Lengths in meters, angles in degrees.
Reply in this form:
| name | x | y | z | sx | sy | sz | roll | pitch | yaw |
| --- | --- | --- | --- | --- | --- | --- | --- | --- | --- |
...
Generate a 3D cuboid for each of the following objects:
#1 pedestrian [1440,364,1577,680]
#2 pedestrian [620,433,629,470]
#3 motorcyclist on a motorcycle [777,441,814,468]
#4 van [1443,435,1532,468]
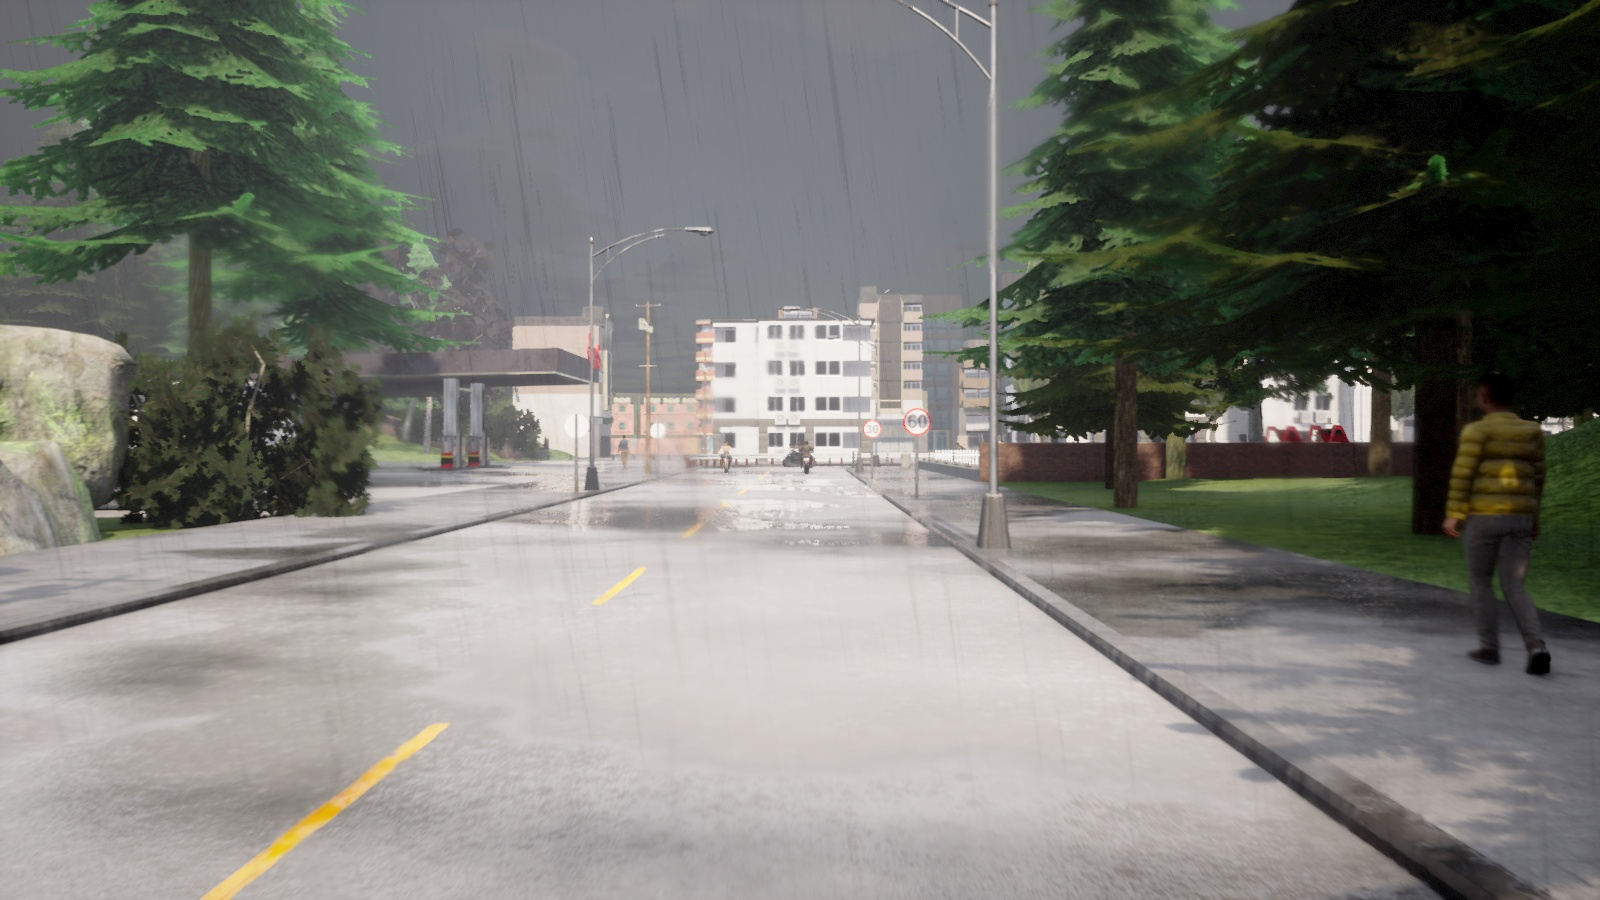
| name | x | y | z | sx | sy | sz | roll | pitch | yaw |
| --- | --- | --- | --- | --- | --- | --- | --- | --- | --- |
| pedestrian | 4.296 | 0.416 | 7.650 | 0.431 | 1.840 | 0.709 | 0 | 0 | 1 |
| pedestrian | -9.220 | 0.077 | 65.964 | 0.423 | 1.949 | 0.788 | 0 | 0 | -8 |
| motorcyclist on a motorcycle | -0.289 | 0.266 | 76.812 | 2.350 | 1.649 | 0.766 | 0 | 2 | -44 |
| van | 41.892 | 0.101 | 76.581 | 4.442 | 1.987 | 1.775 | 0 | 0 | 0 |
